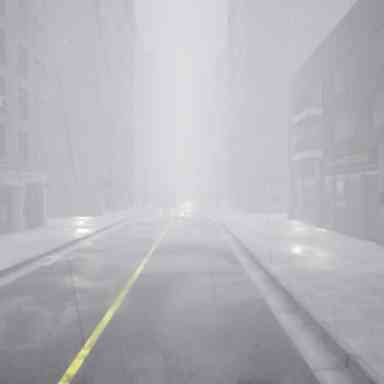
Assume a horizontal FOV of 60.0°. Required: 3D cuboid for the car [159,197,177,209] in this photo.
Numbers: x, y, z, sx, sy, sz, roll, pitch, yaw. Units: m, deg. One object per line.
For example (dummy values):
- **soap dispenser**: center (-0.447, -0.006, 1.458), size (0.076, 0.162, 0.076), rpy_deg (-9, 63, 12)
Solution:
- **car**: center (-3.031, 1.363, 42.341), size (1.837, 1.490, 4.892), rpy_deg (0, 0, 0)
